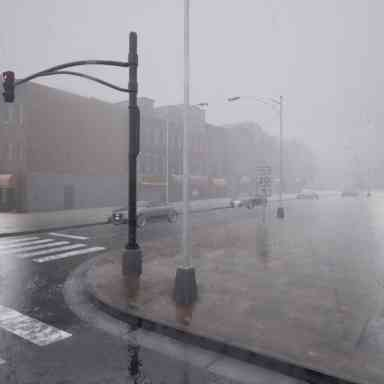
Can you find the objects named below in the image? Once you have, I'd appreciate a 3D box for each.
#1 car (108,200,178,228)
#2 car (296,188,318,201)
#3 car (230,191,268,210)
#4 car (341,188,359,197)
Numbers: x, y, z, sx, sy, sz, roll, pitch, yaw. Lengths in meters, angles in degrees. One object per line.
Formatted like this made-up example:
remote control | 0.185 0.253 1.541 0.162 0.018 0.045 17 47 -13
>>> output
car | -2.679 1.128 18.776 1.994 1.385 4.181 0 2 36
car | 15.337 0.325 43.946 1.812 1.442 4.674 0 2 36
car | 5.126 0.709 29.727 2.128 1.511 4.902 0 2 36
car | 24.996 0.090 52.515 2.033 1.411 5.357 0 2 35
